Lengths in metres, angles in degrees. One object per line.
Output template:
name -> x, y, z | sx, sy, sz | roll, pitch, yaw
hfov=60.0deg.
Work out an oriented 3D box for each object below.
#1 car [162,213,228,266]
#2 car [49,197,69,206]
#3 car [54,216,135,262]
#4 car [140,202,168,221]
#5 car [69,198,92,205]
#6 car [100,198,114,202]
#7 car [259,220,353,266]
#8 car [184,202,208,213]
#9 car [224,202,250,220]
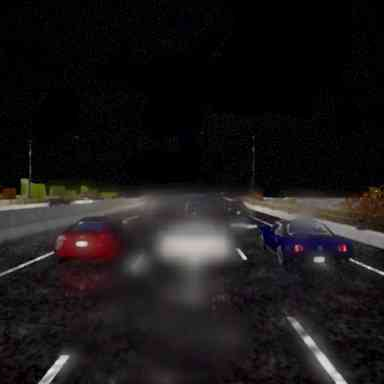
car -> 0.123, 1.618, 11.597 | 1.895, 1.301, 4.718 | 0, 0, 1
car -> -20.245, 1.587, 51.221 | 1.882, 1.535, 5.008 | 0, 0, 2
car -> -3.367, 1.580, 12.263 | 1.994, 1.385, 4.181 | 0, 0, 1
car -> -3.160, 1.542, 27.991 | 2.128, 1.511, 4.902 | 0, 0, 1
car -> -16.748, 1.637, 51.159 | 1.812, 1.442, 4.674 | 0, 0, 2
car -> -13.214, 1.680, 52.129 | 1.994, 1.385, 4.181 | 0, 0, 2
car -> 3.622, 1.619, 11.574 | 1.895, 1.301, 4.718 | 0, 0, 1
car -> 0.340, 1.543, 27.956 | 2.128, 1.511, 4.902 | 0, 0, 1
car -> 3.862, 1.580, 28.892 | 1.812, 1.442, 4.674 | 0, 0, 1
